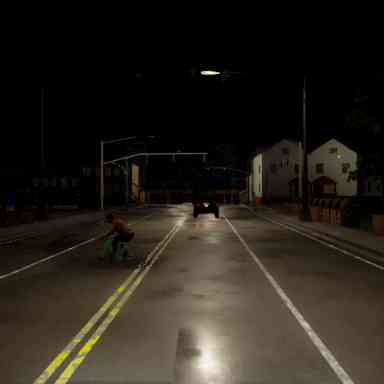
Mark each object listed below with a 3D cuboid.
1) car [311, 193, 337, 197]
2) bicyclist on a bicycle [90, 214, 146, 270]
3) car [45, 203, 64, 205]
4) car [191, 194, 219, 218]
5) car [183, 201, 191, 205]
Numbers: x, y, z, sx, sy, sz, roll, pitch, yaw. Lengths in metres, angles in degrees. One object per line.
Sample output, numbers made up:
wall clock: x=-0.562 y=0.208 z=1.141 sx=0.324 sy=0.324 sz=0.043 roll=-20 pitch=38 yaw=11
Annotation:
car: x=19.183 y=1.221 z=49.990 sx=5.566 sy=2.045 sz=2.150 roll=0 pitch=0 yaw=2
bicyclist on a bicycle: x=-2.162 y=1.455 z=9.584 sx=1.656 sy=1.620 sz=0.582 roll=-2 pitch=0 yaw=2
car: x=-19.630 y=2.199 z=47.382 sx=4.181 sy=1.385 sz=1.994 roll=-6 pitch=0 yaw=2
car: x=1.285 y=1.221 z=30.007 sx=2.150 sy=2.045 sz=5.566 roll=0 pitch=0 yaw=2
car: x=-0.831 y=2.597 z=66.402 sx=1.812 sy=1.442 sz=4.674 roll=0 pitch=-9 yaw=3
